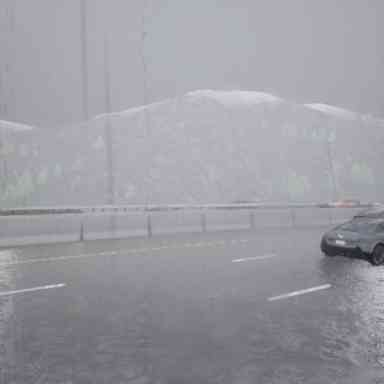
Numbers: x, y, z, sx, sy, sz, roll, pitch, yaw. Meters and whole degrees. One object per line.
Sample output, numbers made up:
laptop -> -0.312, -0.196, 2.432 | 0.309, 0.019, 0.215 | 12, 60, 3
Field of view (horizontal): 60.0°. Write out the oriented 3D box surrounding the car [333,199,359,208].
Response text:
car -> 18.787, 1.809, 37.662 | 4.718, 1.301, 1.895 | 0, 0, -22

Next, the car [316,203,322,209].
car -> 19.222, 1.710, 45.340 | 5.008, 1.535, 1.882 | 0, 0, -21

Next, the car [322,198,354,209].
car -> 19.095, 1.573, 41.518 | 4.553, 1.767, 2.097 | 0, 0, -22

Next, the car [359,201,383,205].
car -> 20.349, 1.700, 34.501 | 4.902, 1.511, 2.128 | 0, 0, -22

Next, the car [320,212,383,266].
car -> 6.583, 1.633, 11.905 | 4.181, 1.385, 1.994 | 0, 0, -30

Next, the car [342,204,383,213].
car -> 10.768, 1.615, 18.236 | 4.892, 1.490, 1.837 | 0, 0, -28
